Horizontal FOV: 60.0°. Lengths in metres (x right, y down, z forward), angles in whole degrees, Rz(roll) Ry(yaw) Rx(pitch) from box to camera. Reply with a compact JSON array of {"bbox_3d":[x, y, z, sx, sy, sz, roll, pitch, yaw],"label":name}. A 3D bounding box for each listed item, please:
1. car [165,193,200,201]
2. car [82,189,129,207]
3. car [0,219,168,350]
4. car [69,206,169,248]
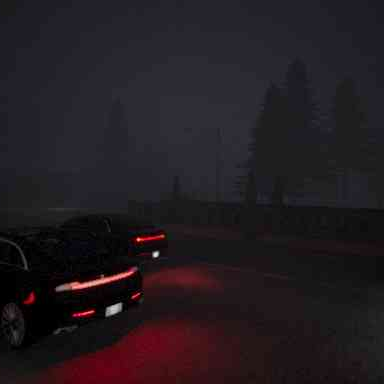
[{"bbox_3d":[-0.951,0.935,36.993,2.097,1.767,4.553,2,1,37],"label":"car"},{"bbox_3d":[-9.589,0.652,37.449,2.150,2.045,5.566,2,1,38],"label":"car"},{"bbox_3d":[-3.069,1.405,6.140,4.902,1.511,2.128,1,1,36],"label":"car"},{"bbox_3d":[-2.925,1.375,10.348,4.892,1.490,1.837,1,1,36],"label":"car"}]
